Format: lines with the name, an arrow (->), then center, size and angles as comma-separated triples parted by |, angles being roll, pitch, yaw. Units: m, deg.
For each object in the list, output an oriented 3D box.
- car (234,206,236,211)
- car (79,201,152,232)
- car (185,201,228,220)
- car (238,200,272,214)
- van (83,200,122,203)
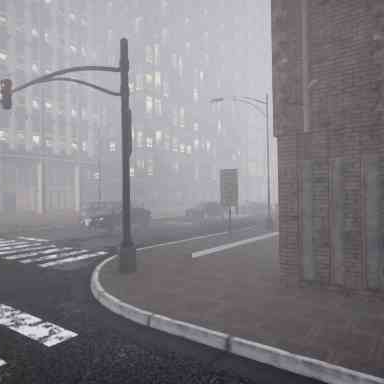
car -> 6.864, 1.689, 41.370 | 1.752, 1.417, 4.829 | -2, -1, 36
car -> -4.599, 1.558, 20.949 | 2.128, 1.511, 4.902 | -1, -1, 34
car -> 1.328, 1.563, 29.197 | 1.882, 1.535, 5.008 | -1, -1, 36
car -> 7.282, 1.707, 37.485 | 1.895, 1.301, 4.718 | -1, -1, 36
van -> -5.975, 1.460, 23.464 | 1.690, 1.788, 3.998 | -2, -1, 36
